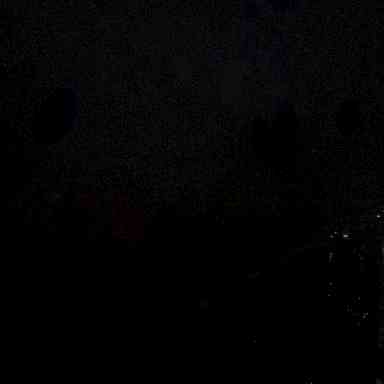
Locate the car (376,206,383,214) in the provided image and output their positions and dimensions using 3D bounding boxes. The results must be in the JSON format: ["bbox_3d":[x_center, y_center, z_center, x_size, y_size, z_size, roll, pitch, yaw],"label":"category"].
[{"bbox_3d":[36.607,3.396,63.840,2.128,1.511,4.902,-3,-3,37],"label":"car"}]

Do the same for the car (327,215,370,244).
[{"bbox_3d":[9.243,2.123,19.545,1.837,1.490,4.892,-2,-2,30],"label":"car"}]
